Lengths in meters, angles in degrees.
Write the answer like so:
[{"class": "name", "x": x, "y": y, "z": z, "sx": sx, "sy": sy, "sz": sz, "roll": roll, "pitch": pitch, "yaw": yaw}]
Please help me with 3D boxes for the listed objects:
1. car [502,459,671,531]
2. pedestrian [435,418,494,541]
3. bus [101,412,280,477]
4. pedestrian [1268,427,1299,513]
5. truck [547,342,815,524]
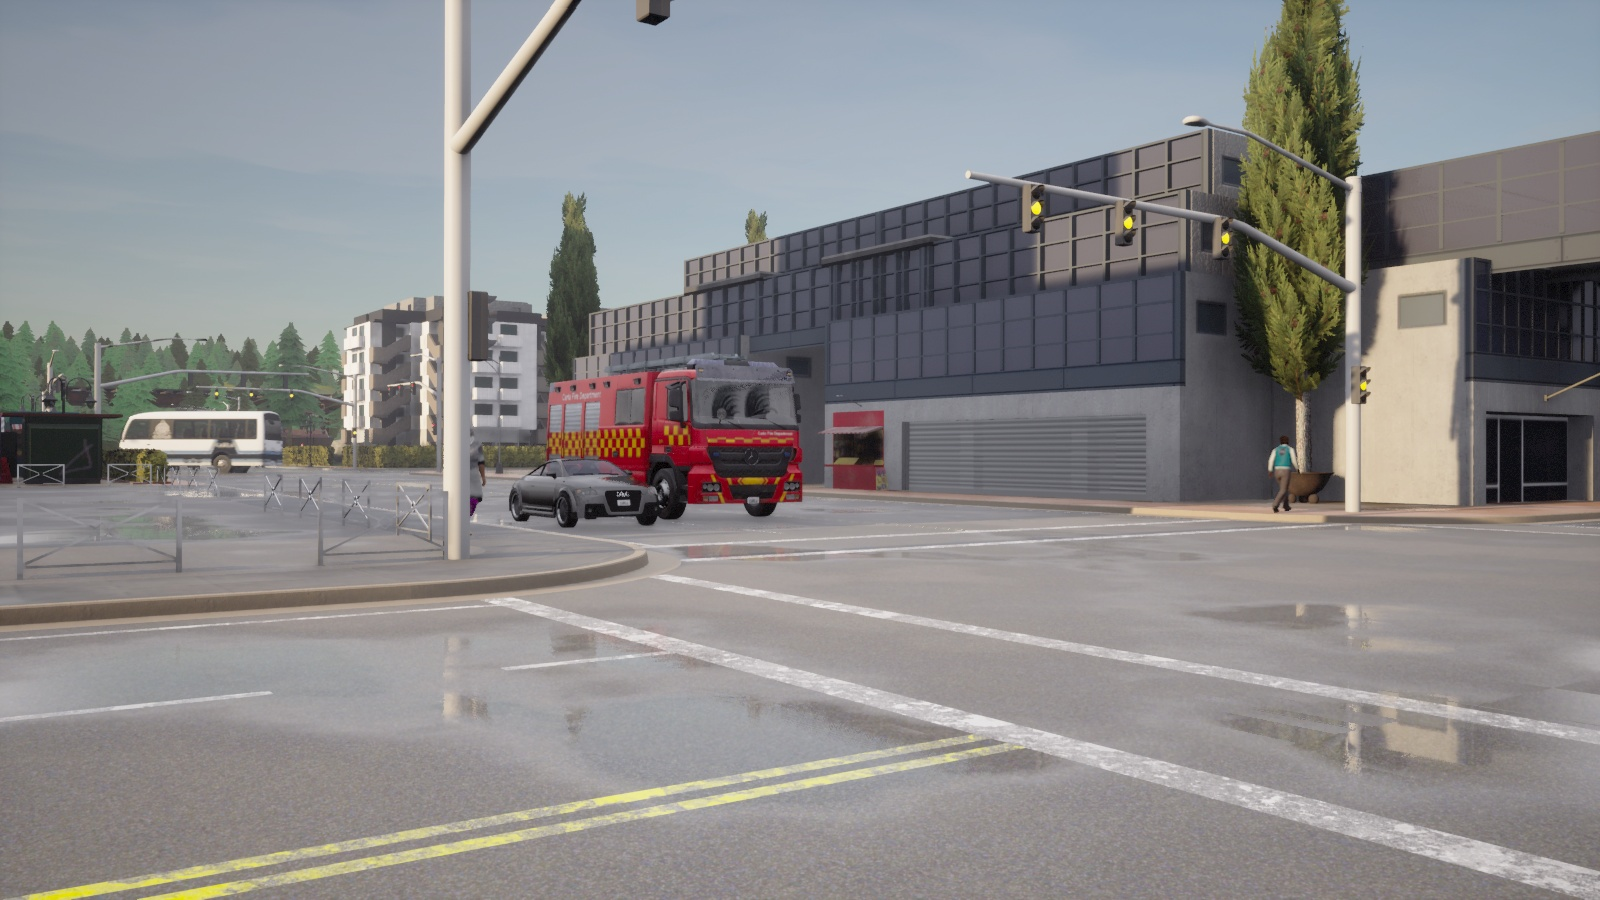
[{"class": "car", "x": -4.588, "y": 0.883, "z": 26.522, "sx": 1.994, "sy": 1.385, "sz": 4.181, "roll": 0, "pitch": 0, "yaw": -34}, {"class": "pedestrian", "x": -5.447, "y": 0.465, "z": 20.390, "sx": 0.659, "sy": 1.952, "sz": 0.873, "roll": 0, "pitch": 0, "yaw": -36}, {"class": "bus", "x": -41.416, "y": -0.334, "z": 85.624, "sx": 10.273, "sy": 4.253, "sz": 3.944, "roll": 0, "pitch": -1, "yaw": 0}, {"class": "pedestrian", "x": 11.045, "y": 0.450, "z": 28.684, "sx": 0.692, "sy": 1.930, "sz": 0.396, "roll": 0, "pitch": 0, "yaw": -42}, {"class": "truck", "x": -3.203, "y": -0.338, "z": 30.756, "sx": 2.891, "sy": 3.827, "sz": 8.468, "roll": 0, "pitch": 0, "yaw": -33}]
